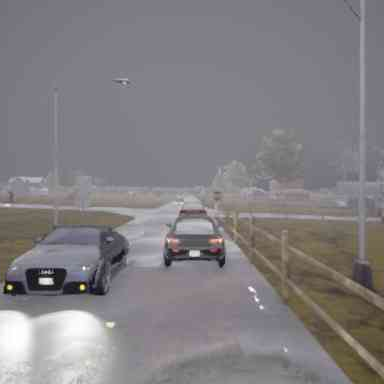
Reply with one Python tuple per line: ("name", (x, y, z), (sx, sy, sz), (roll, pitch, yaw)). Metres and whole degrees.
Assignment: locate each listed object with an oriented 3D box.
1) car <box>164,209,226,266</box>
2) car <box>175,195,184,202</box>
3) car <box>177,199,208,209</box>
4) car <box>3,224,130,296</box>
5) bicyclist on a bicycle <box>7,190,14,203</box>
("car", (0.080, 1.502, 11.257), (1.812, 1.442, 4.674), (0, 0, 0))
("car", (-2.768, 1.435, 72.925), (1.882, 1.535, 5.008), (0, 0, 0))
("car", (0.066, 1.442, 22.757), (1.882, 1.535, 5.008), (0, 0, 0))
("car", (-2.845, 1.544, 8.466), (1.994, 1.385, 4.181), (0, 0, 0))
("bicyclist on a bicycle", (-22.628, 0.604, 41.434), (0.582, 1.620, 1.656), (2, 0, 0))
